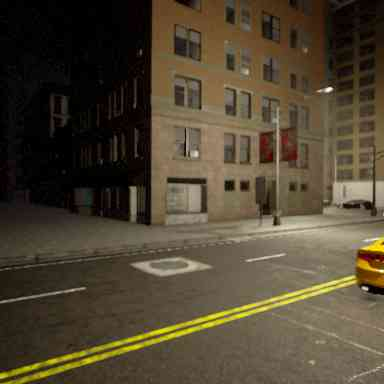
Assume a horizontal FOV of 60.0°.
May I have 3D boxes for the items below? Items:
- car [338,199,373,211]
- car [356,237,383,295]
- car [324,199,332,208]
[{"bbox_3d":[20.335,1.560,41.305,1.947,1.339,4.313,0,0,-35],"label":"car"},{"bbox_3d":[5.706,1.470,7.514,5.008,1.535,1.882,0,0,-35],"label":"car"},{"bbox_3d":[17.066,1.545,45.927,2.008,1.369,4.403,0,0,-35],"label":"car"}]
